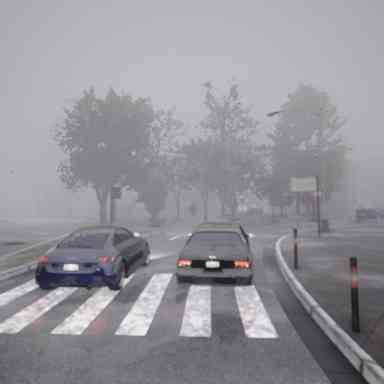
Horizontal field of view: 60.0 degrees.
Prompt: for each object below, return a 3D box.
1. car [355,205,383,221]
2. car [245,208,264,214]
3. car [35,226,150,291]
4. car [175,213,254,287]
[{"bbox_3d":[17.977,2.009,32.858,5.008,1.535,1.882,0,-3,-40],"label":"car"},{"bbox_3d":[13.730,4.277,73.822,1.837,1.490,4.892,3,-6,-34],"label":"car"},{"bbox_3d":[-2.486,1.629,9.267,1.994,1.385,4.181,-1,0,4],"label":"car"},{"bbox_3d":[0.778,1.580,9.537,2.033,1.411,5.357,-1,0,8],"label":"car"}]
